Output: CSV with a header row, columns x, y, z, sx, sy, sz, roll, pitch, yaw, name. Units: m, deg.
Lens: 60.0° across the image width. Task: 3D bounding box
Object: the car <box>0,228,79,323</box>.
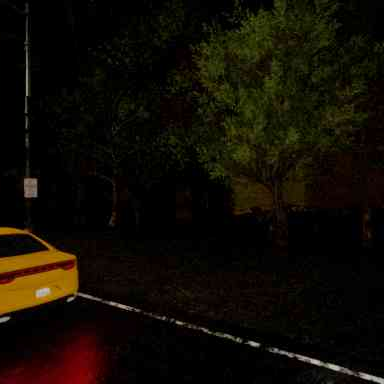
x,y,z,sx,sy,sz,roll,pitch,yaw,name
-4.439,1.475,6.866,5.008,1.535,1.882,0,1,36,car
